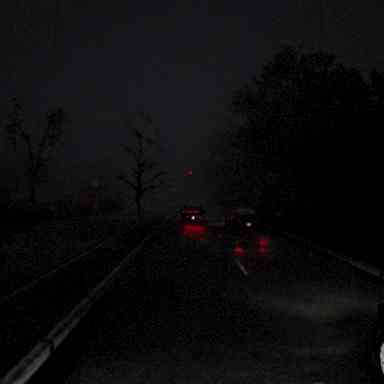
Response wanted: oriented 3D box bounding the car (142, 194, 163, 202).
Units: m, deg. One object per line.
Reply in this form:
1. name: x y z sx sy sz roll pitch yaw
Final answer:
1. car: -11.491 1.957 93.313 4.792 1.488 2.163 -1 0 -15

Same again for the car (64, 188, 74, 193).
1. car: -31.201 0.103 84.244 2.435 2.045 5.566 6 -3 -19

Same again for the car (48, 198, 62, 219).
1. car: -13.845 1.476 28.445 4.553 1.767 2.185 -1 -1 -20

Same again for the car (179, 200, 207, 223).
1. car: 0.091 1.599 26.124 1.837 1.490 4.892 0 0 0

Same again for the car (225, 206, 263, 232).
1. car: 3.093 1.583 20.414 1.812 1.442 4.674 0 0 0

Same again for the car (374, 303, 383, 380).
1. car: 3.099 1.480 1.966 1.882 1.535 5.008 0 0 0

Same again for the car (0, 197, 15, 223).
1. car: -13.841 1.292 19.433 5.566 2.045 2.435 -1 0 -20

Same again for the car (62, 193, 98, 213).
1. car: -13.836 1.426 37.444 5.566 2.045 2.435 -1 0 -20

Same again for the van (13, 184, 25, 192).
1. van: -43.185 -0.962 84.236 1.878 1.987 4.442 7 -3 -19

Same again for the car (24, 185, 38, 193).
1. car: -40.240 -0.463 84.293 2.231 1.521 4.892 6 -3 -19

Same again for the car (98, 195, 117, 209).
1. car: -13.811 1.509 46.457 5.566 2.045 2.435 -1 0 -20

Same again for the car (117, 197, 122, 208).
1. car: -13.740 1.536 49.493 5.566 2.045 2.435 -1 -1 -20

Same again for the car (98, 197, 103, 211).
1. car: -13.977 1.703 40.391 5.366 1.575 1.946 -1 0 -20

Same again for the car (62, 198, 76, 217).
1. car: -13.818 1.627 31.454 4.892 1.521 2.231 -1 -1 -20

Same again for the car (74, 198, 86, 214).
1. car: -13.835 1.680 34.438 4.792 1.488 2.163 -1 0 -20

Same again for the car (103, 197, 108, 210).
1. car: -13.789 1.772 43.458 4.674 1.452 2.002 -1 0 -20

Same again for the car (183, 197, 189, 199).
1. car: 0.079 1.754 42.049 1.812 1.442 4.674 0 -1 0

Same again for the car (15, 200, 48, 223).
1. car: -13.783 1.453 25.459 4.553 1.767 2.185 -1 0 -20
